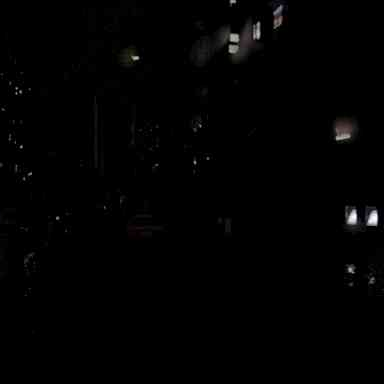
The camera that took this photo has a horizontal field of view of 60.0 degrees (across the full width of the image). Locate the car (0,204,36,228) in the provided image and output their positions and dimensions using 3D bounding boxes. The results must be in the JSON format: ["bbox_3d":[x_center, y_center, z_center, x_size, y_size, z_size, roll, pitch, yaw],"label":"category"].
[{"bbox_3d":[-12.709,1.650,23.766,1.752,1.417,4.829,1,-1,-12],"label":"car"}]

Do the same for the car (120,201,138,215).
[{"bbox_3d":[-6.939,1.755,36.599,1.802,1.307,4.206,1,0,-12],"label":"car"}]

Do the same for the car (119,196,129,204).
[{"bbox_3d":[-15.230,1.773,74.488,1.967,1.590,4.097,1,0,-12],"label":"car"}]

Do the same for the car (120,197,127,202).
[{"bbox_3d":[-17.600,1.921,85.313,1.887,1.381,4.507,1,0,-12],"label":"car"}]

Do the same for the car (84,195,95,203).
[{"bbox_3d":[-25.772,1.693,83.470,2.192,1.841,5.009,1,0,-12],"label":"car"}]

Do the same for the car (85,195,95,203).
[{"bbox_3d":[-24.592,1.907,78.056,2.008,1.369,4.403,1,0,-12],"label":"car"}]

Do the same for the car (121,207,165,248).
[{"bbox_3d":[-2.237,1.598,15.116,1.752,1.417,4.829,1,0,-12],"label":"car"}]

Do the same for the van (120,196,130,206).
[{"bbox_3d":[-12.858,1.629,63.663,1.690,1.788,3.998,1,0,-12],"label":"van"}]

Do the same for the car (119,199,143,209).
[{"bbox_3d":[-4.568,1.564,25.775,1.967,1.590,4.097,1,0,-12],"label":"car"}]

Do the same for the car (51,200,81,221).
[{"bbox_3d":[-11.184,1.693,28.898,2.033,1.411,5.357,0,0,-12],"label":"car"}]

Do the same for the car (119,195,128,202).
[{"bbox_3d":[-18.781,1.713,90.726,2.192,1.841,5.009,1,0,-12],"label":"car"}]

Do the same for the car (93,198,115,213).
[{"bbox_3d":[-10.286,1.753,39.539,1.994,1.385,4.181,0,0,-12],"label":"car"}]

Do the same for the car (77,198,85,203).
[{"bbox_3d":[-19.853,1.812,56.407,1.887,1.381,4.507,1,0,-12],"label":"car"}]

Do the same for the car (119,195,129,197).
[{"bbox_3d":[-11.676,1.705,58.250,1.967,1.590,4.097,1,0,-12],"label":"car"}]

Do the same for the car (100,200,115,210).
[{"bbox_3d":[-12.464,1.832,49.297,1.895,1.301,4.718,0,0,-12],"label":"car"}]

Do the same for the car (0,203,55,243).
[{"bbox_3d":[-8.525,1.565,16.704,1.882,1.535,5.008,0,0,-12],"label":"car"}]
